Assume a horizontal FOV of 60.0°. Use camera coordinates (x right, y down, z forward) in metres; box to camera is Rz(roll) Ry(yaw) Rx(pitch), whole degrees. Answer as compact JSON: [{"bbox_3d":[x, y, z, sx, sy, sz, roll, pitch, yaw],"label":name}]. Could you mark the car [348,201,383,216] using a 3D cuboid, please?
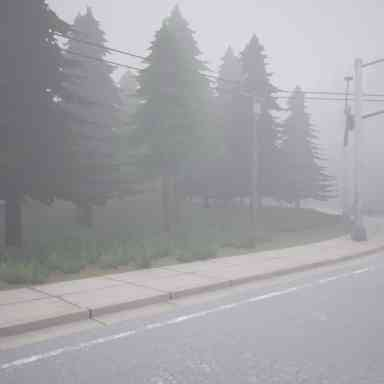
[{"bbox_3d":[17.266,1.600,32.409,1.895,1.301,4.718,0,0,-5],"label":"car"}]
